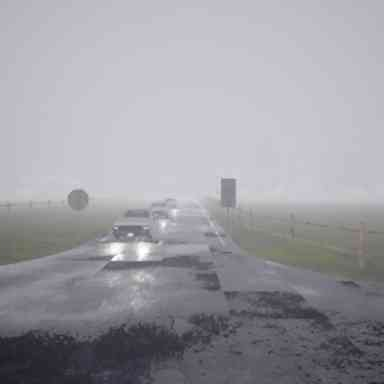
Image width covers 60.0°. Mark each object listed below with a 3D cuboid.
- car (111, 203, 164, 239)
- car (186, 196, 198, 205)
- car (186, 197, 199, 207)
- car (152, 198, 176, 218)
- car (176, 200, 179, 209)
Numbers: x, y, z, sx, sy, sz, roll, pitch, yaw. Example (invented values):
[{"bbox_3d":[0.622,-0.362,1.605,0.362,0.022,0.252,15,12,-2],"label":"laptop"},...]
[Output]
[{"bbox_3d":[-2.818,1.531,17.554,2.033,1.411,5.357,0,0,-1],"label":"car"},{"bbox_3d":[-0.034,1.492,59.924,1.994,1.385,4.181,0,0,0],"label":"car"},{"bbox_3d":[0.024,1.468,50.127,1.812,1.442,4.674,0,0,1],"label":"car"},{"bbox_3d":[-2.865,1.517,29.584,2.033,1.411,5.357,0,0,0],"label":"car"},{"bbox_3d":[-2.859,1.477,43.362,1.812,1.442,4.674,0,0,-1],"label":"car"}]
